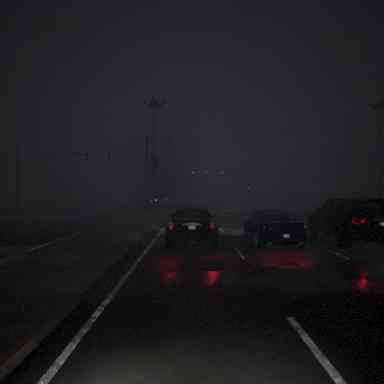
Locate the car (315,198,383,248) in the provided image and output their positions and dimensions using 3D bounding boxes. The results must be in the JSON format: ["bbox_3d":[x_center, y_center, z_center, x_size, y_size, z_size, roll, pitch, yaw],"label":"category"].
[{"bbox_3d":[6.998,1.256,14.829,2.150,2.045,5.566,0,0,0],"label":"car"}]

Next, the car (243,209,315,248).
[{"bbox_3d":[3.498,1.483,14.799,1.882,1.535,5.008,0,0,0],"label":"car"}]

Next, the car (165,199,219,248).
[{"bbox_3d":[-0.002,1.364,14.768,2.097,1.767,4.553,0,0,0],"label":"car"}]
